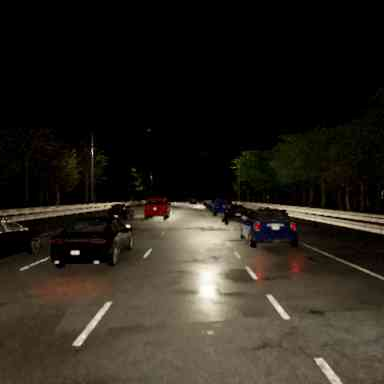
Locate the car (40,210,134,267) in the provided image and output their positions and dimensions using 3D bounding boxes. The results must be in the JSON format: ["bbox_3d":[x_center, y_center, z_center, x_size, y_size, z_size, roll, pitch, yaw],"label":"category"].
[{"bbox_3d":[-3.403,1.645,12.168,1.882,1.535,5.008,0,-1,0],"label":"car"}]

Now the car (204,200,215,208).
[{"bbox_3d":[3.650,2.524,71.624,2.128,1.511,4.902,0,-1,0],"label":"car"}]

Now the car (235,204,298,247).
[{"bbox_3d":[3.598,1.580,16.393,2.097,1.767,4.553,0,-1,0],"label":"car"}]

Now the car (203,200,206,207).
[{"bbox_3d":[3.602,2.435,60.624,1.994,1.385,4.181,0,-1,0],"label":"car"}]

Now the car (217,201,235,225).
[{"bbox_3d":[3.505,1.821,27.668,2.033,1.649,4.856,0,-1,0],"label":"car"}]

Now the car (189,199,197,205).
[{"bbox_3d":[0.233,2.712,90.915,1.994,1.385,4.181,0,-1,0],"label":"car"}]

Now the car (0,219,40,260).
[{"bbox_3d":[-6.903,1.648,11.317,2.128,1.511,4.902,0,-1,0],"label":"car"}]

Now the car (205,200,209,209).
[{"bbox_3d":[3.557,2.202,49.638,2.128,1.511,4.902,0,-1,0],"label":"car"}]

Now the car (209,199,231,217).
[{"bbox_3d":[3.525,1.772,38.686,2.150,2.045,5.566,0,-1,0],"label":"car"}]

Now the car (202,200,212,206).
[{"bbox_3d":[3.698,2.739,82.622,2.033,1.411,5.357,0,-1,0],"label":"car"}]

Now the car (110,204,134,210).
[{"bbox_3d":[-6.888,1.966,32.485,1.837,1.490,4.892,0,-1,0],"label":"car"}]

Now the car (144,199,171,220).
[{"bbox_3d":[-3.387,1.693,33.169,2.150,2.045,5.566,0,-1,0],"label":"car"}]
